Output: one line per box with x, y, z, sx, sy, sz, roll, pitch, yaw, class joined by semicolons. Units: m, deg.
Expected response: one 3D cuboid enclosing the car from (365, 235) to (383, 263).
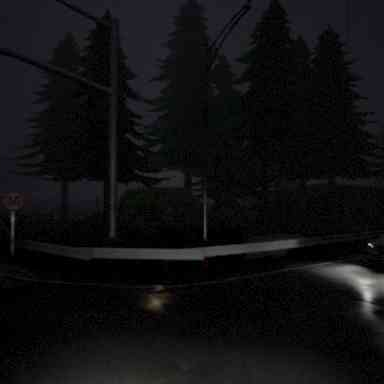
8.139;1.775;11.822;4.674;1.442;1.812;0;0;-33;car
